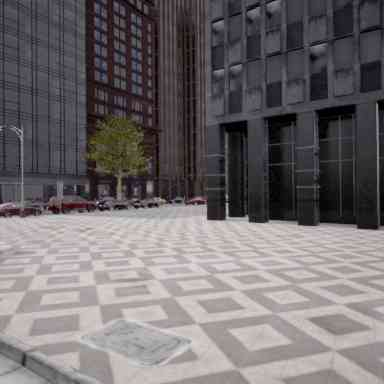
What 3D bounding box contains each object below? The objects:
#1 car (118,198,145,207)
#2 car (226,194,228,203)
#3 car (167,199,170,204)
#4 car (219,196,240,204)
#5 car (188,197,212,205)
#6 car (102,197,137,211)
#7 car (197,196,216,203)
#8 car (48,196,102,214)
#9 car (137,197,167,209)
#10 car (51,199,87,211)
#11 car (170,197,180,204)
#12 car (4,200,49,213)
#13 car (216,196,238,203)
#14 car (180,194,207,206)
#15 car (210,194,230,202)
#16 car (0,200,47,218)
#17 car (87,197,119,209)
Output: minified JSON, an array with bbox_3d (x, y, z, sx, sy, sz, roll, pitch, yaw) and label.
[{"bbox_3d":[-9.584,1.612,52.697,1.802,1.307,4.206,-1,0,35],"label":"car"},{"bbox_3d":[3.826,1.222,57.154,2.192,1.841,5.009,-1,0,35],"label":"car"},{"bbox_3d":[-6.484,1.544,57.203,1.752,1.417,4.829,-1,0,35],"label":"car"},{"bbox_3d":[7.024,1.463,61.797,1.947,1.339,4.313,-1,0,35],"label":"car"},{"bbox_3d":[1.478,1.539,58.274,1.895,1.301,4.718,-1,0,34],"label":"car"},{"bbox_3d":[-8.956,1.524,38.570,1.947,1.339,4.313,-1,0,35],"label":"car"},{"bbox_3d":[3.202,1.534,71.282,1.887,1.381,4.507,-1,0,35],"label":"car"},{"bbox_3d":[-12.154,1.289,33.926,2.192,1.841,5.009,-1,0,35],"label":"car"},{"bbox_3d":[-5.760,1.508,43.215,1.947,1.339,4.313,-1,0,35],"label":"car"},{"bbox_3d":[-15.977,1.641,43.405,1.802,1.307,4.206,-1,0,35],"label":"car"},{"bbox_3d":[-3.191,1.574,61.990,1.947,1.339,4.313,-1,0,35],"label":"car"},{"bbox_3d":[-19.173,1.641,38.760,1.947,1.339,4.313,-1,0,35],"label":"car"},{"bbox_3d":[7.141,1.469,66.503,2.033,1.411,5.357,-1,0,35],"label":"car"},{"bbox_3d":[0.631,1.462,52.507,1.887,1.381,4.507,-1,0,35],"label":"car"},{"bbox_3d":[6.397,1.295,75.929,2.192,1.841,5.009,-1,0,35],"label":"car"},{"bbox_3d":[-15.348,1.576,29.279,1.802,1.307,4.206,-1,0,35],"label":"car"},{"bbox_3d":[-12.782,1.483,48.051,1.967,1.590,4.097,-1,0,35],"label":"car"}]
